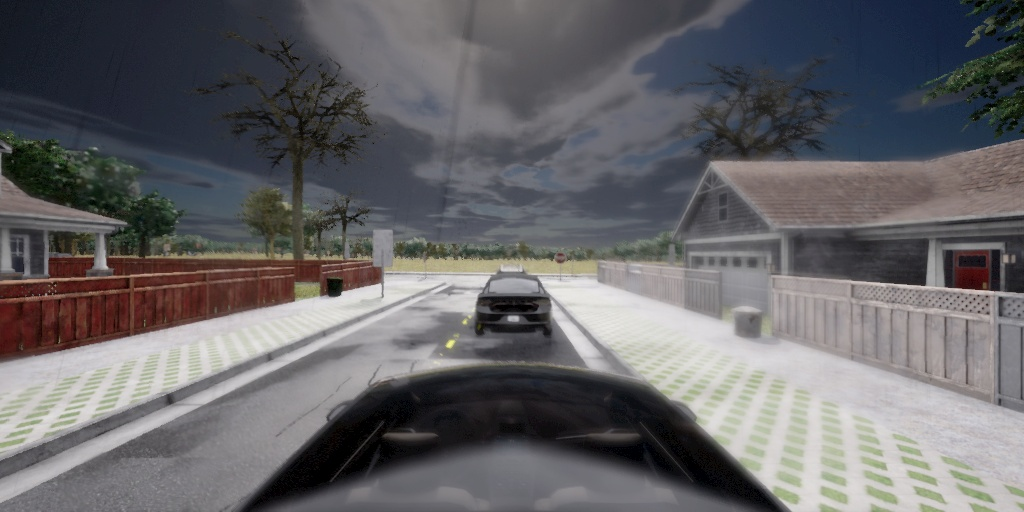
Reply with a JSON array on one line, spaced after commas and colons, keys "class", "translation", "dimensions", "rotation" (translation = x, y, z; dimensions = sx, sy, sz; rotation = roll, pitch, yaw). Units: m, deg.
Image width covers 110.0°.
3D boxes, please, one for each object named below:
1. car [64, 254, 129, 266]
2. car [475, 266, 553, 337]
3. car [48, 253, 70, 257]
[{"class": "car", "translation": [-34.466, 0.817, 30.872], "dimensions": [5.357, 1.411, 2.033], "rotation": [1, 0, 0]}, {"class": "car", "translation": [0.058, 1.230, 10.386], "dimensions": [1.882, 1.535, 5.008], "rotation": [0, 0, 0]}, {"class": "car", "translation": [-43.746, 0.466, 33.680], "dimensions": [4.553, 1.767, 2.097], "rotation": [1, 0, -2]}]
